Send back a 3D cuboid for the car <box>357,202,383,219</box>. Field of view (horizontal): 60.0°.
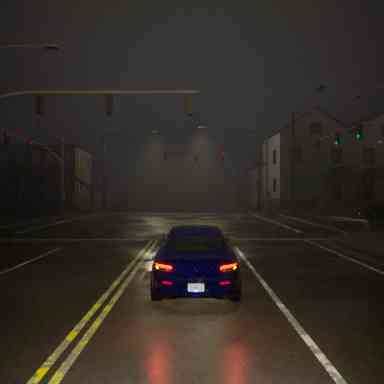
[{"bbox_3d":[16.378,1.517,27.930,4.674,1.442,1.812,0,0,-1],"label":"car"}]

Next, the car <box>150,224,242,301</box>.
[{"bbox_3d":[0.089,1.523,8.184,1.812,1.442,4.674,0,0,0],"label":"car"}]
